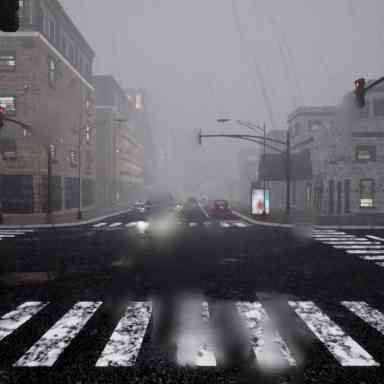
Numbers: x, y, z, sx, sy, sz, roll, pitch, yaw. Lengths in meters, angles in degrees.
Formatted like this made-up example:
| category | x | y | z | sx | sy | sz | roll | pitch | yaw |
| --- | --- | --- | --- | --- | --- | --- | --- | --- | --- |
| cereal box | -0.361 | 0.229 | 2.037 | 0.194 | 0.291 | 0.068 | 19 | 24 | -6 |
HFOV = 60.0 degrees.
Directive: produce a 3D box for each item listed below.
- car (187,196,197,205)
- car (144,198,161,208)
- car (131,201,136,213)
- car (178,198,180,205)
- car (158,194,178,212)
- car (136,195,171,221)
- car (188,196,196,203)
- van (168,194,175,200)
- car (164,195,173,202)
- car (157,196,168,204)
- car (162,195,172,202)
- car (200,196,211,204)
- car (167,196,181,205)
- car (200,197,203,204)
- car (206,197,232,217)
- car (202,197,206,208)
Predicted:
| category | x | y | z | sx | sy | sz | roll | pitch | yaw |
| --- | --- | --- | --- | --- | --- | --- | --- | --- | --- |
| car | 0.019 | 1.537 | 58.740 | 1.837 | 1.490 | 4.892 | 0 | 0 | 0 |
| car | -5.764 | 1.571 | 48.867 | 2.008 | 1.369 | 4.403 | 0 | 0 | 0 |
| car | -5.748 | 1.561 | 37.473 | 2.008 | 1.369 | 4.403 | 0 | 0 | 0 |
| car | -3.157 | 1.584 | 48.465 | 1.994 | 1.385 | 4.181 | 0 | 0 | 0 |
| car | -3.150 | 1.233 | 38.492 | 2.150 | 2.045 | 5.566 | 0 | 0 | 0 |
| car | -3.021 | 1.354 | 27.009 | 2.097 | 1.767 | 4.553 | 0 | 0 | -3 |
| car | -0.020 | 1.572 | 70.761 | 1.812 | 1.442 | 4.674 | 0 | 0 | 0 |
| van | -5.832 | 1.430 | 94.440 | 1.690 | 1.788 | 3.998 | -1 | 0 | 0 |
| car | -5.813 | 1.592 | 82.876 | 1.752 | 1.417 | 4.829 | -1 | 0 | 0 |
| car | -5.789 | 1.565 | 65.787 | 1.752 | 1.417 | 4.829 | 0 | 0 | 0 |
| car | -5.807 | 1.497 | 77.349 | 1.967 | 1.590 | 4.097 | 0 | 0 | 0 |
| car | 2.592 | 1.591 | 65.981 | 2.008 | 1.369 | 4.403 | -1 | 0 | 0 |
| car | -3.141 | 1.522 | 58.503 | 2.128 | 1.511 | 4.902 | 0 | 0 | 0 |
| car | 2.616 | 1.571 | 48.892 | 2.008 | 1.369 | 4.403 | 0 | 0 | 0 |
| car | 2.639 | 1.446 | 31.801 | 1.967 | 1.590 | 4.097 | 0 | 0 | 0 |
| car | 2.624 | 1.597 | 43.194 | 1.802 | 1.307 | 4.206 | 0 | 0 | 0 |
